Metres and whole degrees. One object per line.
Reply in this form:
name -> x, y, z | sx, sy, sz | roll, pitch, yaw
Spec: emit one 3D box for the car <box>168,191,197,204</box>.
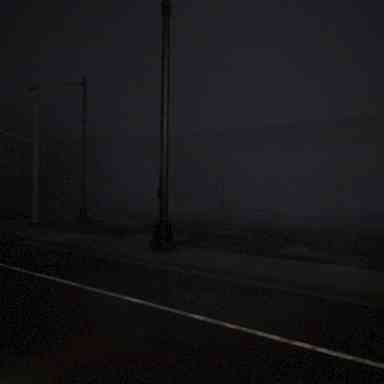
car -> -1.731, 0.902, 54.515 | 5.566, 2.045, 2.150 | 0, 0, -40
